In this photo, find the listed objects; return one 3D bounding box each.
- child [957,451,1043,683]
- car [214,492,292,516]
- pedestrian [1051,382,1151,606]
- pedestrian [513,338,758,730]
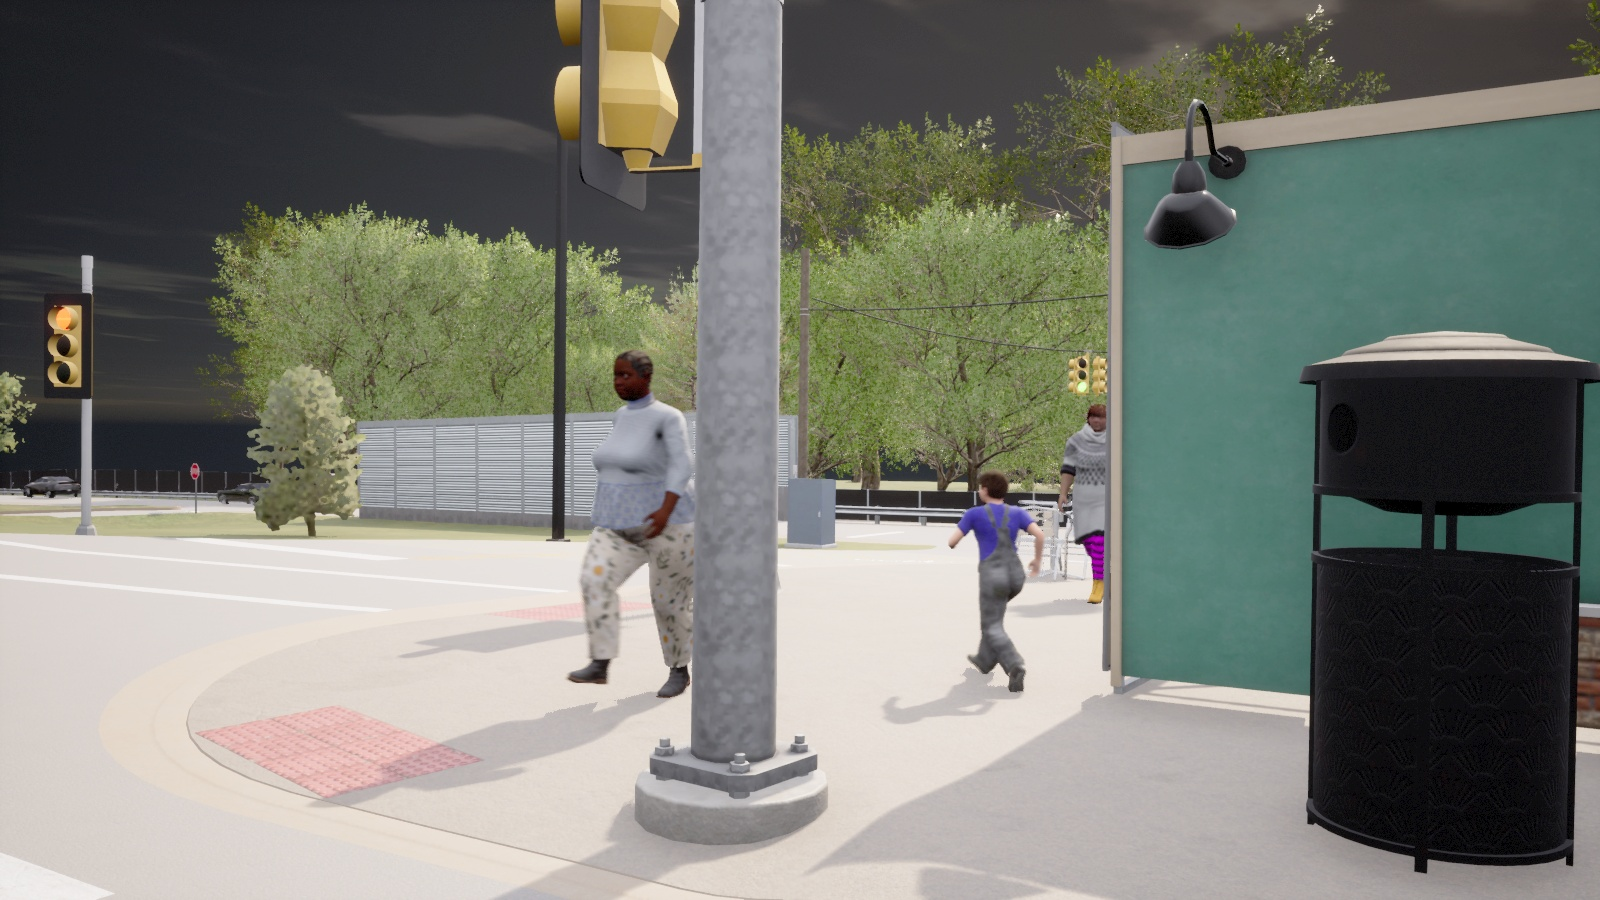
[{"bbox_3d":[1.132,0.639,7.123,0.270,1.263,0.437,-1,1,-27],"label":"child"},{"bbox_3d":[-32.416,3.197,74.388,4.718,1.301,1.895,-1,0,33],"label":"car"},{"bbox_3d":[2.758,0.375,11.458,0.659,1.952,0.873,0,1,31],"label":"pedestrian"},{"bbox_3d":[-0.849,0.392,6.561,0.874,1.855,0.900,0,1,39],"label":"pedestrian"}]
